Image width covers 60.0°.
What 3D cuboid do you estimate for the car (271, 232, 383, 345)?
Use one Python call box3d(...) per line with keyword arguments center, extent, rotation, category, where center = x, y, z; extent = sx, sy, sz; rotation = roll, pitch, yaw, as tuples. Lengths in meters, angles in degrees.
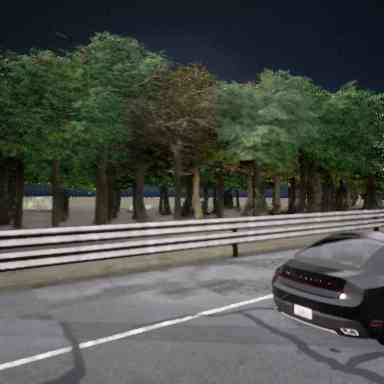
box3d(center=(3.611, 1.527, 6.320), extent=(4.892, 1.490, 1.837), rotation=(0, 0, -35), category="car")
